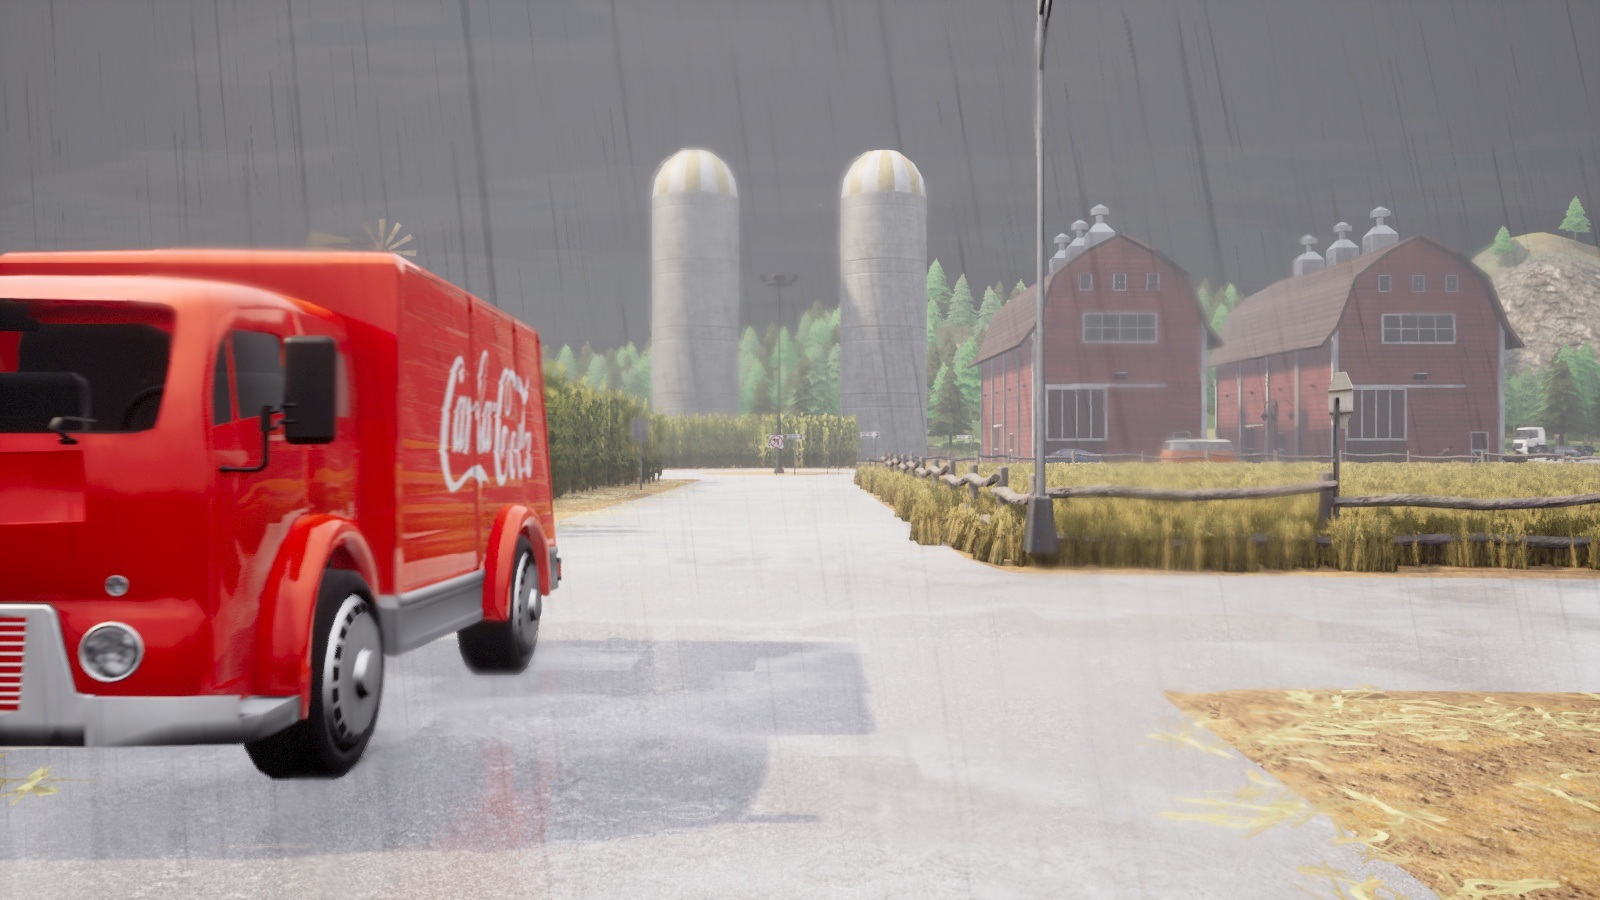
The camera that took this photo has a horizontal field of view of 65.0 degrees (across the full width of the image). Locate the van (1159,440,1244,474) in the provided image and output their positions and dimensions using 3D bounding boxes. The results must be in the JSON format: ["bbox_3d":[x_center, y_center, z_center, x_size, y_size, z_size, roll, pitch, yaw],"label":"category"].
[{"bbox_3d":[23.785,0.415,74.469,4.442,1.987,1.775,0,0,-3],"label":"van"}]

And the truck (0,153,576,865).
[{"bbox_3d":[-3.040,0.217,6.966,2.627,2.467,5.204,0,0,0],"label":"truck"}]

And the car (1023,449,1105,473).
[{"bbox_3d":[16.267,0.667,77.540,4.674,1.442,1.812,0,0,-3],"label":"car"}]
